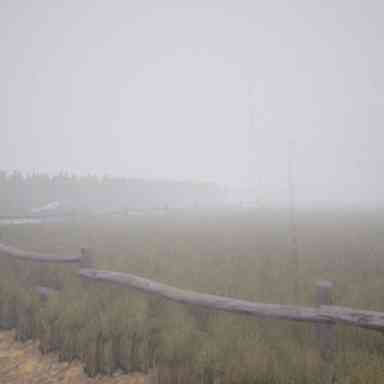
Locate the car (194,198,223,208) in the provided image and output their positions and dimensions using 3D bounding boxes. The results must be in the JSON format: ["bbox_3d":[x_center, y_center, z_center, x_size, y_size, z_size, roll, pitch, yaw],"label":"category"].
[{"bbox_3d":[2.118,1.571,41.965,2.128,1.511,4.902,0,-1,36],"label":"car"}]

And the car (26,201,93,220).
[{"bbox_3d":[-9.949,1.424,25.260,1.882,1.535,5.008,0,-1,36],"label":"car"}]
